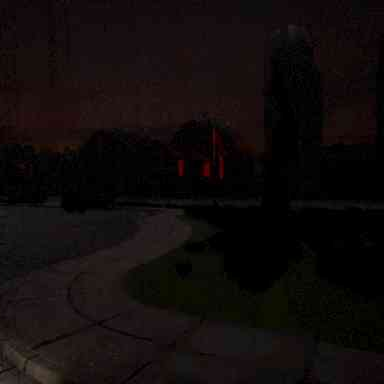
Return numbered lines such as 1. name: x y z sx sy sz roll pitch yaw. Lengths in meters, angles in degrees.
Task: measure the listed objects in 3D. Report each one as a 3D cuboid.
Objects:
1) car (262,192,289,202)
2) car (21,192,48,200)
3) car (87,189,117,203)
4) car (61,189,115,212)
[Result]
1. car: 8.971 0.796 35.533 2.242 1.667 4.611 0 1 27
2. car: -24.801 0.666 52.270 1.816 1.474 4.193 0 1 27
3. car: -12.554 0.522 46.604 1.905 1.878 3.866 0 1 27
4. car: -9.557 0.802 30.159 1.932 1.855 4.605 0 1 27
